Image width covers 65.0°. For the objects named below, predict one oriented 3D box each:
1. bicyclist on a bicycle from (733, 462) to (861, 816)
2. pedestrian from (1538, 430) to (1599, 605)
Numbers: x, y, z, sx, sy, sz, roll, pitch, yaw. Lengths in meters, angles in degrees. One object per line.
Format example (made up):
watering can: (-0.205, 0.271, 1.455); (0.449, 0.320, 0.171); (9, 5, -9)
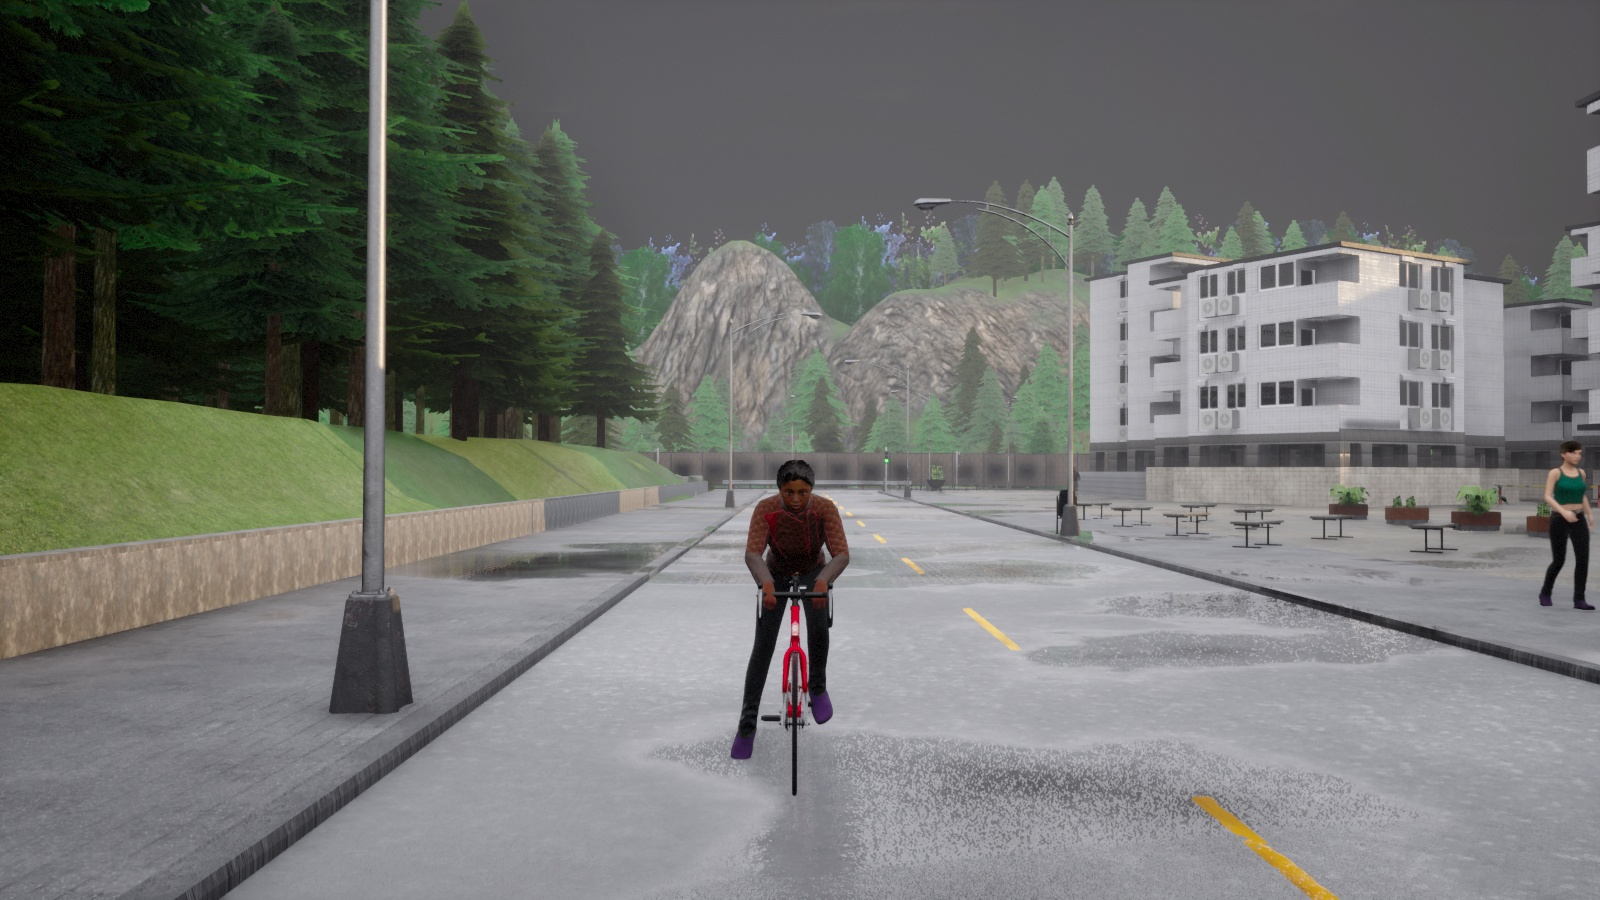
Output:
bicyclist on a bicycle: (-0.018, 0.878, 6.593); (0.582, 1.620, 1.656); (0, -1, 0)
pedestrian: (8.307, 0.716, 13.528); (0.345, 1.836, 0.594); (0, -1, 2)
